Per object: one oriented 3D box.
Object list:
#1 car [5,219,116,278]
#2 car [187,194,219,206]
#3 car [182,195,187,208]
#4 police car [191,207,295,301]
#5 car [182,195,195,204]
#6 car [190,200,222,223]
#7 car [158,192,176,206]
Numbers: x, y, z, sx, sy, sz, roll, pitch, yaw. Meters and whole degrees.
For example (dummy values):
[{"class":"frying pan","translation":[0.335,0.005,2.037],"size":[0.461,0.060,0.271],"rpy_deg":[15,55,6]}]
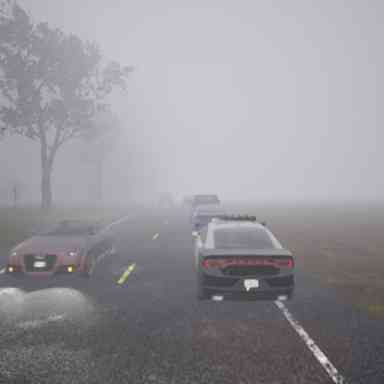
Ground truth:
[{"class":"car","translation":[-3.628,1.527,9.916],"size":[1.994,1.385,4.181],"rpy_deg":[0,0,0]},{"class":"car","translation":[0.933,1.140,24.362],"size":[2.150,2.045,5.566],"rpy_deg":[0,0,-1]},{"class":"car","translation":[-0.367,1.208,45.834],"size":[2.097,1.767,4.553],"rpy_deg":[0,0,0]},{"class":"police car","translation":[1.034,1.394,8.426],"size":[1.930,1.638,5.238],"rpy_deg":[0,0,0]},{"class":"car","translation":[-0.637,1.313,58.884],"size":[2.128,1.511,4.902],"rpy_deg":[0,0,-1]},{"class":"car","translation":[0.981,1.413,18.326],"size":[1.882,1.535,5.008],"rpy_deg":[0,0,0]},{"class":"car","translation":[-4.108,1.060,53.006],"size":[2.150,2.045,5.566],"rpy_deg":[0,0,-1]}]
